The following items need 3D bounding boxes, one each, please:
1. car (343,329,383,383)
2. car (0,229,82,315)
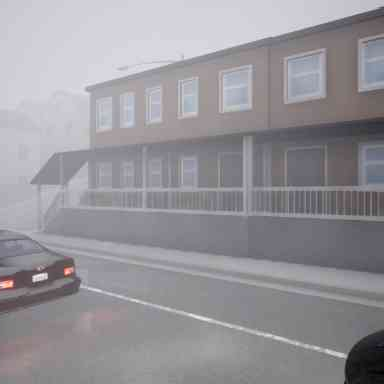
[{"bbox_3d":[3.417,1.478,1.551,5.008,1.535,1.882,0,0,35],"label":"car"},{"bbox_3d":[-4.709,1.547,7.320,5.357,1.411,2.033,0,0,36],"label":"car"}]
